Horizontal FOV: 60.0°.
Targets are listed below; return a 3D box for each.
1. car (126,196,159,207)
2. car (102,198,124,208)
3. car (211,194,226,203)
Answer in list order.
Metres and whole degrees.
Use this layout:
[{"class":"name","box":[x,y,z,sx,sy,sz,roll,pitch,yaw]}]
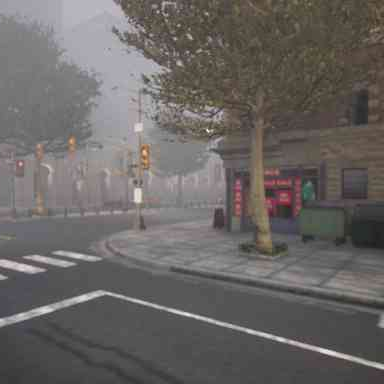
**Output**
[{"class":"car","box":[-6.876,1.410,48.005,1.882,1.535,5.008,0,0,36]},{"class":"car","box":[-10.626,1.520,48.194,1.895,1.301,4.718,0,0,36]},{"class":"car","box":[5.689,1.285,65.267,2.097,1.767,4.553,0,0,36]}]
